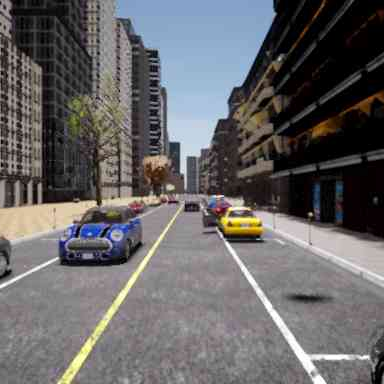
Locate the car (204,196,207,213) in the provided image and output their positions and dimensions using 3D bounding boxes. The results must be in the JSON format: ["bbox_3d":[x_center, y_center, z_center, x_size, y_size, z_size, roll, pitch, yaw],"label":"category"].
[{"bbox_3d":[2.684,1.364,40.472,1.967,1.590,4.097,0,0,0],"label":"car"}]

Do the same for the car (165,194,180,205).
[{"bbox_3d":[-3.006,1.511,54.724,1.895,1.301,4.718,0,0,0],"label":"car"}]

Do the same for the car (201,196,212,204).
[{"bbox_3d":[2.682,1.444,62.603,2.008,1.369,4.403,0,0,0],"label":"car"}]

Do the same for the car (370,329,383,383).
[{"bbox_3d":[2.689,1.547,1.744,2.008,1.369,4.403,0,0,0],"label":"car"}]

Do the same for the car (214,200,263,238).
[{"bbox_3d":[2.348,1.419,17.200,1.801,1.575,5.366,0,0,0],"label":"car"}]

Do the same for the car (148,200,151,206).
[{"bbox_3d":[-5.695,1.514,34.939,1.802,1.307,4.206,0,0,0],"label":"car"}]

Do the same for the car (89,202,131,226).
[{"bbox_3d":[-5.694,1.475,23.703,1.752,1.417,4.829,0,0,0],"label":"car"}]

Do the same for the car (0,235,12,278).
[{"bbox_3d":[-5.692,1.534,7.275,2.008,1.369,4.403,0,0,0],"label":"car"}]

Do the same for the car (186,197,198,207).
[{"bbox_3d":[-0.003,1.508,51.362,1.895,1.301,4.718,0,0,0],"label":"car"}]

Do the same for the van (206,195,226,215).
[{"bbox_3d":[2.685,1.273,34.938,1.690,1.788,3.998,0,0,0],"label":"van"}]

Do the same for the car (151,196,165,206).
[{"bbox_3d":[-5.696,1.432,51.366,1.752,1.417,4.829,0,0,0],"label":"car"}]

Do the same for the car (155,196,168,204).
[{"bbox_3d":[-5.698,1.438,62.602,1.887,1.381,4.507,0,0,0],"label":"car"}]

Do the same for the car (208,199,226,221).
[{"bbox_3d":[2.686,1.523,29.407,1.802,1.307,4.206,0,0,0],"label":"car"}]

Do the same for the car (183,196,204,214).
[{"bbox_3d":[0.020,1.418,38.853,2.128,1.511,4.902,0,0,0],"label":"car"}]

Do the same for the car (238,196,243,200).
[{"bbox_3d":[13.417,1.219,82.009,4.403,1.369,2.008,-1,1,-1],"label":"car"}]

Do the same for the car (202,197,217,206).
[{"bbox_3d":[2.684,1.458,51.537,2.008,1.369,4.403,0,0,0],"label":"car"}]

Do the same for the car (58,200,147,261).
[{"bbox_3d":[-3.102,1.324,12.141,2.097,1.767,4.553,0,0,0],"label":"car"}]
